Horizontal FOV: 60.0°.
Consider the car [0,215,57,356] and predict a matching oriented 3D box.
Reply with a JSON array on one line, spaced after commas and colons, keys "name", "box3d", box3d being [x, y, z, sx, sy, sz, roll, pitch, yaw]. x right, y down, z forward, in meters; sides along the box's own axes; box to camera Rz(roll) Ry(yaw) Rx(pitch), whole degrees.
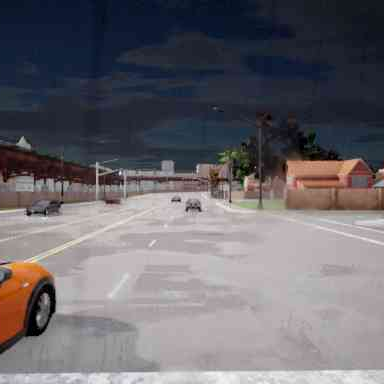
[{"name": "car", "box3d": [-3.401, 1.352, 3.842, 2.097, 1.767, 4.553, 0, 0, 2]}]

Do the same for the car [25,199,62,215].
[{"name": "car", "box3d": [-14.060, 1.503, 31.789, 1.837, 1.490, 4.892, 0, 0, 0]}]

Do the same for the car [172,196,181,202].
[{"name": "car", "box3d": [-3.397, 1.549, 72.455, 1.994, 1.385, 4.181, 0, 0, 0]}]

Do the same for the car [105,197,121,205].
[{"name": "car", "box3d": [-13.954, 1.597, 58.639, 1.895, 1.301, 4.718, 0, 0, 1]}]

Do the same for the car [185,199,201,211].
[{"name": "car", "box3d": [0.152, 1.544, 41.168, 2.033, 1.411, 5.357, 0, 0, 0]}]
